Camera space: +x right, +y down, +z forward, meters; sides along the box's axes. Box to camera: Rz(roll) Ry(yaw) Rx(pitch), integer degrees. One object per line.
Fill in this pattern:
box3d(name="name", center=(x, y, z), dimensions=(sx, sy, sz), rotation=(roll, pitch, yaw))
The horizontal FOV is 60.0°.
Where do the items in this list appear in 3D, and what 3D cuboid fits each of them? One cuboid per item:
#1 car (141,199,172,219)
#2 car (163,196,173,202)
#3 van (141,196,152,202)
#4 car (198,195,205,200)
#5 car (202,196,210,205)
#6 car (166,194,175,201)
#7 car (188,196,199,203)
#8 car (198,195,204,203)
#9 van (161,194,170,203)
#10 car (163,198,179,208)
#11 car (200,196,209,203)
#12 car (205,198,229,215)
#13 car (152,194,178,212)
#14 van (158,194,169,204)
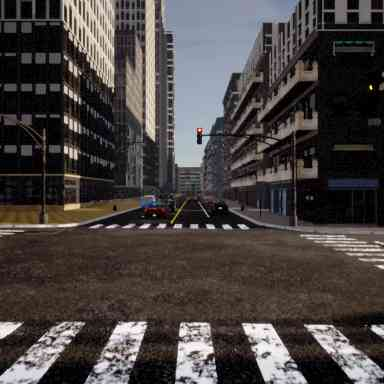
box3d(name="car", center=(-3.095, 1.603, 29.564), dimensions=(1.895, 1.301, 4.718), rotation=(0, 0, 0))
box3d(name="car", center=(-5.674, 1.567, 77.654), dimensions=(2.008, 1.369, 4.403), rotation=(0, 0, 0))
box3d(name="van", center=(-5.683, 1.346, 43.728), dimensions=(1.690, 1.788, 3.998), rotation=(0, 0, 0))
box3d(name="car", center=(2.710, 1.590, 94.615), dimensions=(1.947, 1.339, 4.313), rotation=(0, 0, 0))
box3d(name="car", center=(2.698, 1.549, 43.727), dimensions=(1.887, 1.381, 4.507), rotation=(0, 0, 0))
box3d(name="car", center=(-5.672, 1.336, 88.963), dimensions=(2.192, 1.841, 5.009), rotation=(0, 0, 0))
box3d(name="car", center=(0.115, 1.613, 68.754), dimensions=(1.895, 1.301, 4.718), rotation=(0, 0, 0))
box3d(name="car", center=(2.702, 1.560, 60.690), dimensions=(2.008, 1.369, 4.403), rotation=(0, 0, 0))
box3d(name="van", center=(-5.676, 1.355, 72.000), dimensions=(1.690, 1.788, 3.998), rotation=(0, 0, 0))
box3d(name="car", center=(-3.072, 1.570, 49.553), dimensions=(1.994, 1.385, 4.181), rotation=(0, 0, 0))
box3d(name="car", center=(2.705, 1.559, 71.997), dimensions=(1.887, 1.381, 4.507), rotation=(0, 0, 0))
box3d(name="car", center=(2.696, 1.568, 33.760), dimensions=(1.947, 1.339, 4.313), rotation=(0, 0, 0))
box3d(name="car", center=(-3.095, 1.225, 39.463), dimensions=(2.150, 2.045, 5.566), rotation=(0, 0, 0))
box3d(name="van", center=(-5.678, 1.353, 66.345), dimensions=(1.690, 1.788, 3.998), rotation=(0, 0, 0))
